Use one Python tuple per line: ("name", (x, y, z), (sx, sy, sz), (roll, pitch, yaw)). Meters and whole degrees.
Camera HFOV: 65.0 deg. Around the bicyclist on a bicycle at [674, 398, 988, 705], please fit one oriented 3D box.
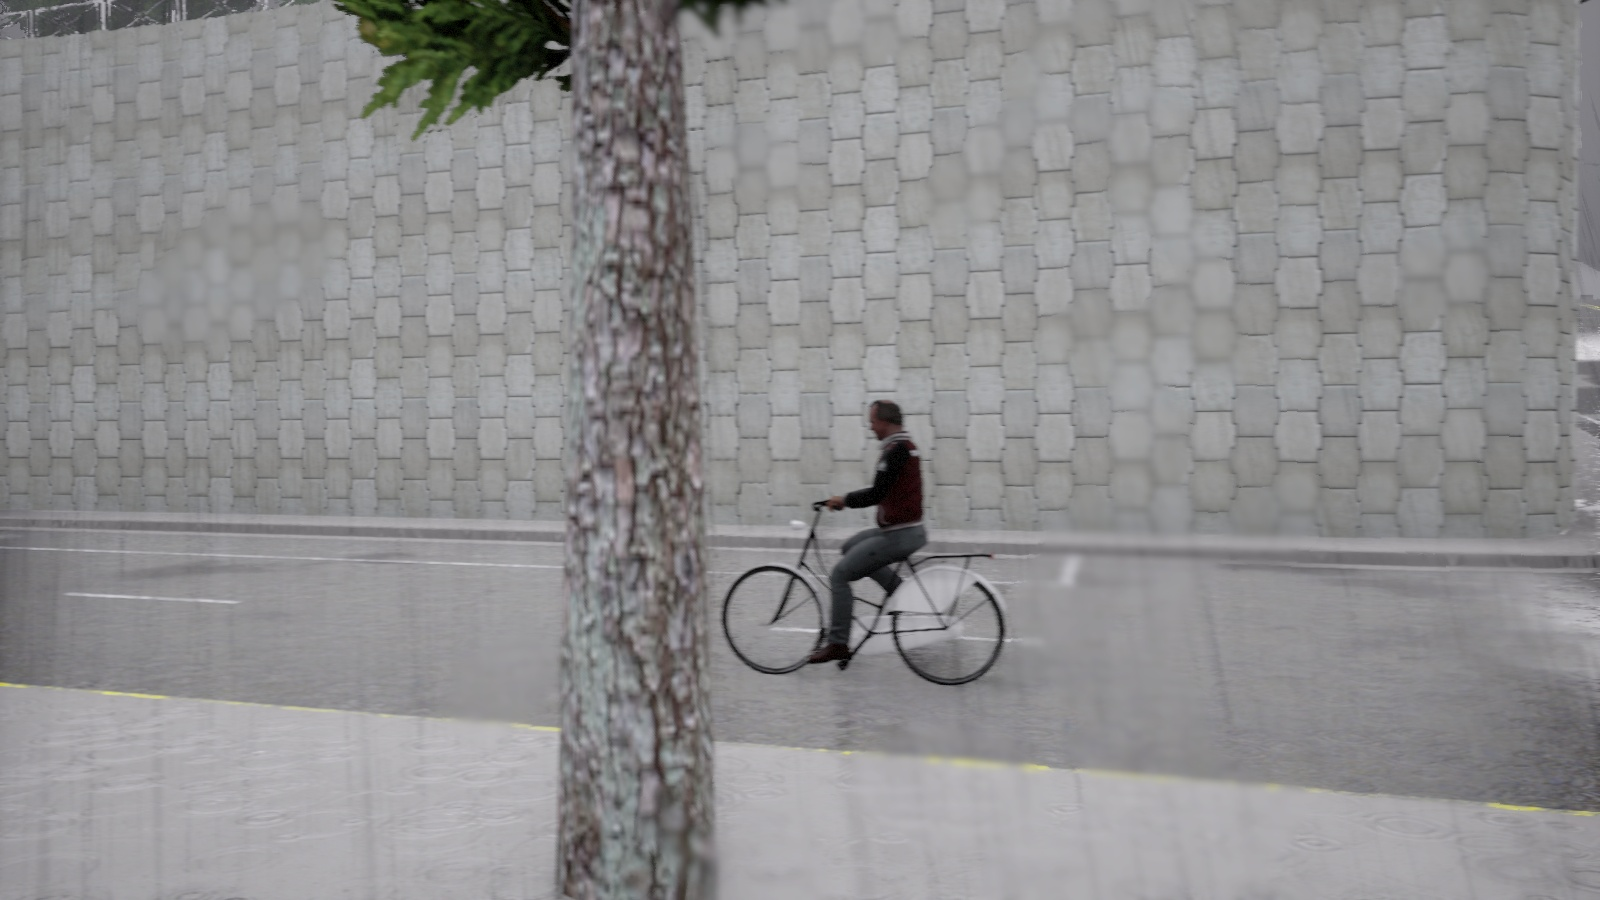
("bicyclist on a bicycle", (0.193, 0.572, 7.869), (1.843, 1.776, 0.659), (1, 1, 19))
